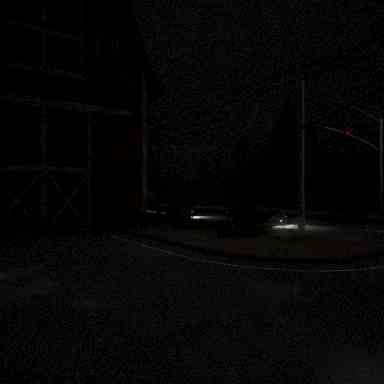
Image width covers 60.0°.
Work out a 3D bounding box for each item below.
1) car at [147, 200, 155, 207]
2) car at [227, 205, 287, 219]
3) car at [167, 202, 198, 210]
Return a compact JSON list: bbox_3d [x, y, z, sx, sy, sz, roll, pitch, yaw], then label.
[{"bbox_3d":[-7.323,1.893,50.704,1.994,1.385,4.181,0,0,-34],"label":"car"},{"bbox_3d":[4.948,1.724,26.249,2.033,1.411,5.357,0,0,-34],"label":"car"},{"bbox_3d":[-1.073,1.797,35.047,1.994,1.385,4.181,0,0,-34],"label":"car"}]
